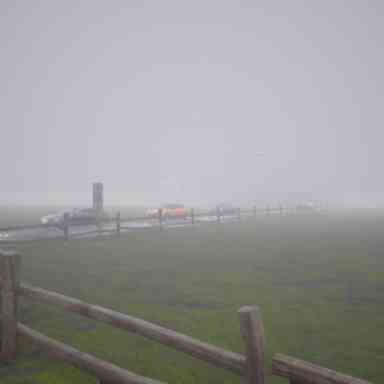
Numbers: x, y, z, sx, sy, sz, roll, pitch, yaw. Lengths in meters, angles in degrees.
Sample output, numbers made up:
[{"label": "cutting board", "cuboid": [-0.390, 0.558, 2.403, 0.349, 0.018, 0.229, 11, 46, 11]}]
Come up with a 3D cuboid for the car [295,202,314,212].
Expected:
[{"label": "car", "cuboid": [19.200, 2.426, 56.764, 2.097, 1.767, 4.553, -1, -1, 37]}]

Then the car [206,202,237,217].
[{"label": "car", "cuboid": [3.585, 2.042, 39.809, 2.097, 1.767, 4.553, -1, -1, 35]}]

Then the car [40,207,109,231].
[{"label": "car", "cuboid": [-8.118, 1.820, 23.340, 2.128, 1.511, 4.902, -1, -1, 36]}]

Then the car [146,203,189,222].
[{"label": "car", "cuboid": [-2.294, 1.860, 31.534, 2.097, 1.767, 4.553, -1, -1, 35]}]
